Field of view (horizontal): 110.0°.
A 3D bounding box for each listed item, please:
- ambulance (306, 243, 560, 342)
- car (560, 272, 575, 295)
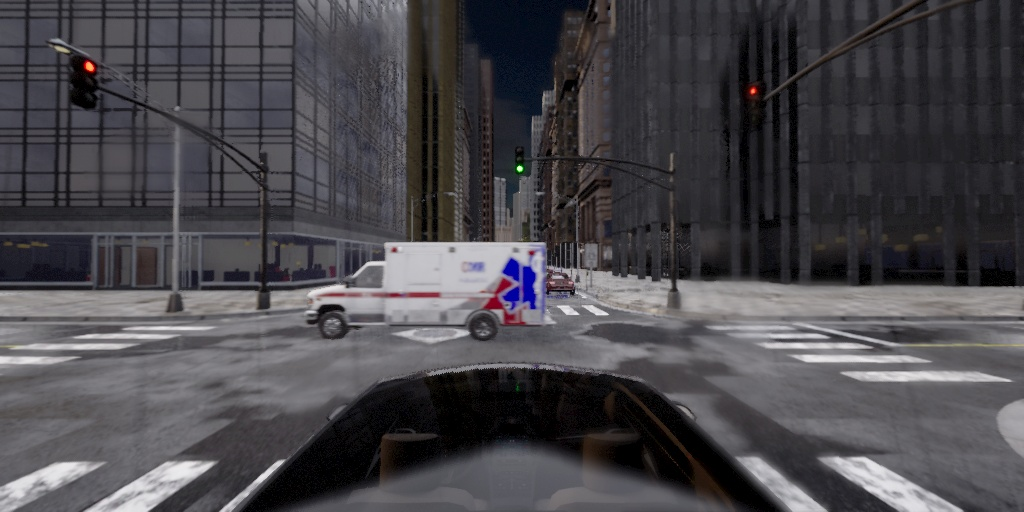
[{"bbox_3d":[-2.083,0.902,9.866,6.366,2.431,2.351,0,-1,0],"label":"ambulance"},{"bbox_3d":[2.763,1.624,21.816,1.802,1.307,4.207,0,0,0],"label":"car"}]
